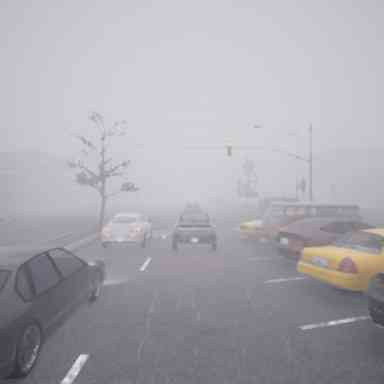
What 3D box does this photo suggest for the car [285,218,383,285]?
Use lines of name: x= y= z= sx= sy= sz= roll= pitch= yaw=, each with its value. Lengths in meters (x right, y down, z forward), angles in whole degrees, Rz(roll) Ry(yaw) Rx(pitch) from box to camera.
car: x=5.243 y=1.565 z=8.291 sx=5.366 sy=1.575 sz=1.946 roll=1 pitch=-1 yaw=-20

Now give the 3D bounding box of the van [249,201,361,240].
van: x=4.964 y=1.396 z=14.149 sx=4.442 sy=1.987 sz=1.878 roll=1 pitch=0 yaw=-20

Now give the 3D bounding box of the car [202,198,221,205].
car: x=5.101 y=2.578 z=87.324 sx=4.553 sy=1.767 sz=2.185 roll=2 pitch=-2 yaw=-20

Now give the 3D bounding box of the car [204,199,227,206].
car: x=5.064 y=2.247 z=72.429 sx=4.674 sy=1.452 sz=2.002 roll=1 pitch=-2 yaw=-20

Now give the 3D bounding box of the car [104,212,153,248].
car: x=-2.906 y=1.671 z=15.463 sx=1.812 sy=1.442 sz=4.674 roll=0 pitch=-1 yaw=-1

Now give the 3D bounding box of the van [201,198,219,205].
van: x=4.964 y=2.573 z=90.252 sx=4.442 sy=1.987 sz=1.878 roll=1 pitch=-2 yaw=-20

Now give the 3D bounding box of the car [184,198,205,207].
car: x=0.089 y=1.836 z=38.882 sx=2.128 sy=1.511 sz=4.902 roll=-1 pitch=-1 yaw=0

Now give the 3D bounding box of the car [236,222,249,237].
car: x=4.897 y=1.647 z=17.106 sx=5.366 sy=1.575 sz=1.946 roll=1 pitch=0 yaw=-20

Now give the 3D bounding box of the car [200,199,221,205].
car: x=5.241 y=2.903 z=93.333 sx=5.366 sy=1.575 sz=1.946 roll=1 pitch=-2 yaw=-20

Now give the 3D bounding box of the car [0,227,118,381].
car: x=-2.900 y=1.595 z=5.461 sx=2.033 sy=1.411 sz=5.357 roll=0 pitch=-1 yaw=0

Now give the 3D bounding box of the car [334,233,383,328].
car: x=5.063 y=1.539 z=5.243 sx=4.892 sy=1.521 sz=2.231 roll=1 pitch=-1 yaw=-20

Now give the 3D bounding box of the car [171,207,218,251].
car: x=0.100 y=1.631 z=14.932 sx=2.128 sy=1.511 sz=4.902 roll=0 pitch=-1 yaw=0

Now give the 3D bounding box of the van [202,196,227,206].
van: x=4.963 y=1.879 z=69.415 sx=4.442 sy=1.987 sz=1.878 roll=1 pitch=-2 yaw=-20

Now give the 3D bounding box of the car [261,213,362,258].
car: x=5.095 y=1.624 z=11.220 sx=4.792 sy=1.488 sz=2.163 roll=1 pitch=-1 yaw=-20
